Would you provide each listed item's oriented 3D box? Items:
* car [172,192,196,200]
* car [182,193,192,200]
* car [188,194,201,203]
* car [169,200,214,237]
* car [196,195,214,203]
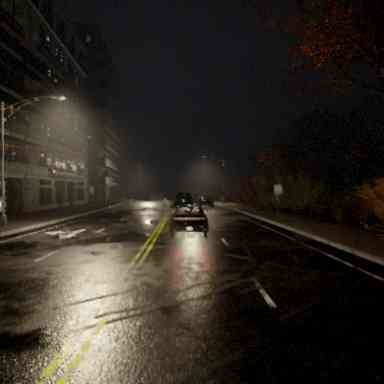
[{"bbox_3d":[-1.060,1.062,38.323,2.150,2.045,5.566,0,0,-3],"label":"car"},{"bbox_3d":[-1.252,1.131,77.540,1.882,1.535,5.008,0,0,-7],"label":"car"},{"bbox_3d":[0.397,1.207,62.167,1.882,1.535,5.008,0,0,-5],"label":"car"},{"bbox_3d":[-0.183,1.422,17.400,2.128,1.511,4.902,0,0,-2],"label":"car"},{"bbox_3d":[1.796,1.302,44.603,2.128,1.511,4.902,0,0,-4],"label":"car"}]
